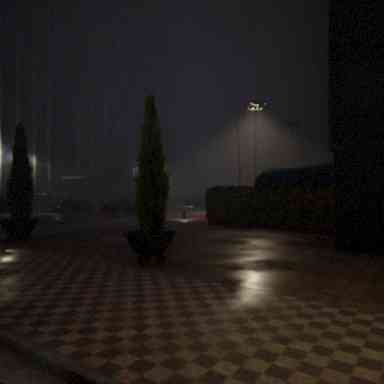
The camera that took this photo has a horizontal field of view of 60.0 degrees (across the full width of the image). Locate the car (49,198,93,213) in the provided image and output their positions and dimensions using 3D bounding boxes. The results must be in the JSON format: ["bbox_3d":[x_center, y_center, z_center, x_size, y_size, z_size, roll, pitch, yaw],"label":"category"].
[{"bbox_3d":[-13.104,1.475,36.354,1.837,1.490,4.892,0,0,35],"label":"car"}]

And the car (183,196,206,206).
[{"bbox_3d":[0.440,1.477,55.693,1.837,1.490,4.892,0,-1,35],"label":"car"}]

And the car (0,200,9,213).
[{"bbox_3d":[-19.516,1.531,33.266,1.994,1.385,4.181,0,0,35],"label":"car"}]

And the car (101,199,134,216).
[{"bbox_3d":[-6.695,1.454,32.988,1.882,1.535,5.008,0,0,35],"label":"car"}]
